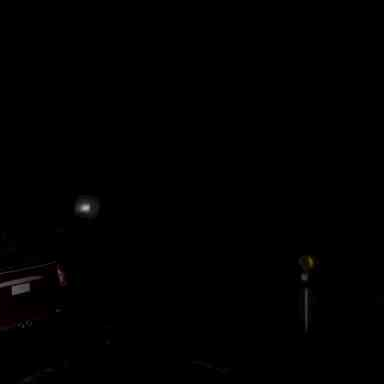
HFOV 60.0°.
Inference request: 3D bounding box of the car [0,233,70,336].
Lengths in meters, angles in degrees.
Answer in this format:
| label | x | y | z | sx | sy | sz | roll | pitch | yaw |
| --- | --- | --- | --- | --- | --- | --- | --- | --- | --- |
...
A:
| label | x | y | z | sx | sy | sz | roll | pitch | yaw |
| --- | --- | --- | --- | --- | --- | --- | --- | --- | --- |
| car | -4.079 | 1.440 | 5.988 | 4.097 | 1.590 | 1.967 | 0 | 0 | 36 |
